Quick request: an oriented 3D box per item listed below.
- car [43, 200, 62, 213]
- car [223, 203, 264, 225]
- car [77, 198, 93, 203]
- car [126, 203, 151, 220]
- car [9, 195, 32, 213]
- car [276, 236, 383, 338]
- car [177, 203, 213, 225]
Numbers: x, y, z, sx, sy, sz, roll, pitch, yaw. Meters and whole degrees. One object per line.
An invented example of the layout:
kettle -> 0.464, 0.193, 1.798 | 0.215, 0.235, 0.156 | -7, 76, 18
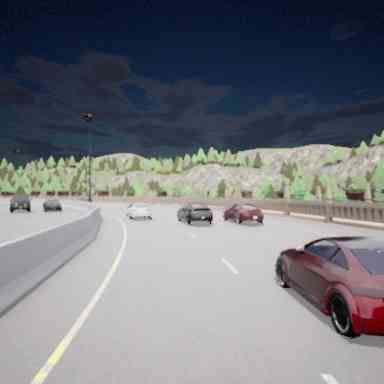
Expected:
car -> -17.107, 1.673, 40.812 | 1.882, 1.535, 5.008 | 0, 0, -27
car -> 3.765, 1.579, 24.883 | 1.812, 1.442, 4.674 | 0, 0, -14
car -> -18.526, 1.776, 57.230 | 2.128, 1.511, 4.902 | 0, -1, -34
car -> -4.819, 1.681, 29.860 | 1.812, 1.442, 4.674 | 0, 0, -17
car -> -20.648, 1.431, 40.133 | 2.150, 2.045, 5.566 | 0, 0, -27
car -> 3.165, 1.569, 6.684 | 1.994, 1.385, 4.181 | 0, 0, -4
car -> 0.144, 1.562, 24.912 | 2.128, 1.511, 4.902 | 0, 0, -14
